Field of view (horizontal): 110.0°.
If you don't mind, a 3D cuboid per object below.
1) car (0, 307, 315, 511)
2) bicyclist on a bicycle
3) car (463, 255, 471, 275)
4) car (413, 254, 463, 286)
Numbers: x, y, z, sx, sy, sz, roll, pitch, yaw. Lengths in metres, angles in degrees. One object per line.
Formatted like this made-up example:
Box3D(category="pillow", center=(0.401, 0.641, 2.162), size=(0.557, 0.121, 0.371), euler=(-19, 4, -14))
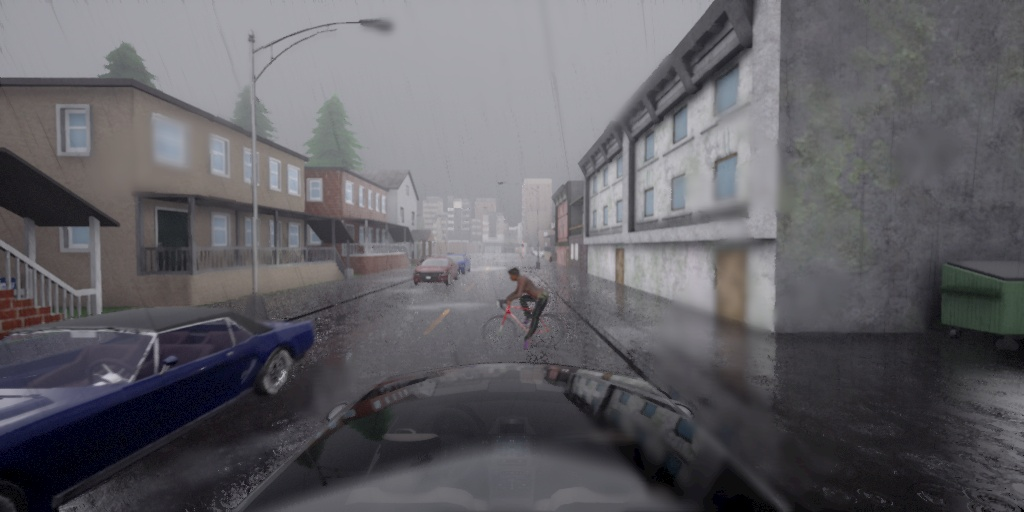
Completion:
Box3D(category="car", center=(-4.113, 1.303, 3.588), size=(1.895, 1.301, 4.718), euler=(0, 1, -1))
Box3D(category="bicyclist on a bicycle", center=(0.222, 1.056, 7.195), size=(1.656, 1.620, 0.582), euler=(-2, 1, -1))
Box3D(category="car", center=(-4.385, 0.590, 28.143), size=(1.882, 1.535, 5.008), euler=(0, 2, 0))
Box3D(category="car", center=(-4.256, 0.770, 20.684), size=(1.882, 1.535, 5.008), euler=(0, 1, 0))
